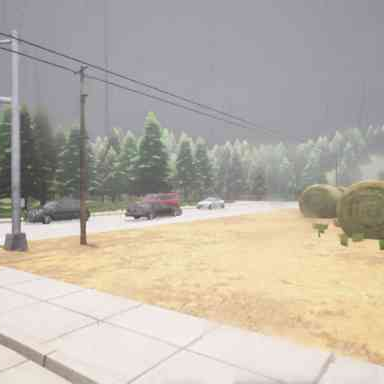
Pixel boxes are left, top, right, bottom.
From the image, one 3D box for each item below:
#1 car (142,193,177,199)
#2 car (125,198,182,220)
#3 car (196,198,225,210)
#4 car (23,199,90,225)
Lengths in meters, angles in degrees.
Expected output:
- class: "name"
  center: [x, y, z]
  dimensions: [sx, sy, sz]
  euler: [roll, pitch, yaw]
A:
- class: "car"
  center: [-3.564, 1.172, 33.160]
  dimensions: [2.150, 2.045, 5.566]
  euler: [0, 0, 37]
- class: "car"
  center: [-3.088, 1.511, 27.599]
  dimensions: [2.033, 1.411, 5.357]
  euler: [0, 0, 37]
- class: "car"
  center: [2.379, 1.423, 41.130]
  dimensions: [1.812, 1.442, 4.674]
  euler: [0, 0, 37]
- class: "car"
  center: [-9.926, 1.360, 24.612]
  dimensions: [2.097, 1.767, 4.553]
  euler: [0, 0, 37]
